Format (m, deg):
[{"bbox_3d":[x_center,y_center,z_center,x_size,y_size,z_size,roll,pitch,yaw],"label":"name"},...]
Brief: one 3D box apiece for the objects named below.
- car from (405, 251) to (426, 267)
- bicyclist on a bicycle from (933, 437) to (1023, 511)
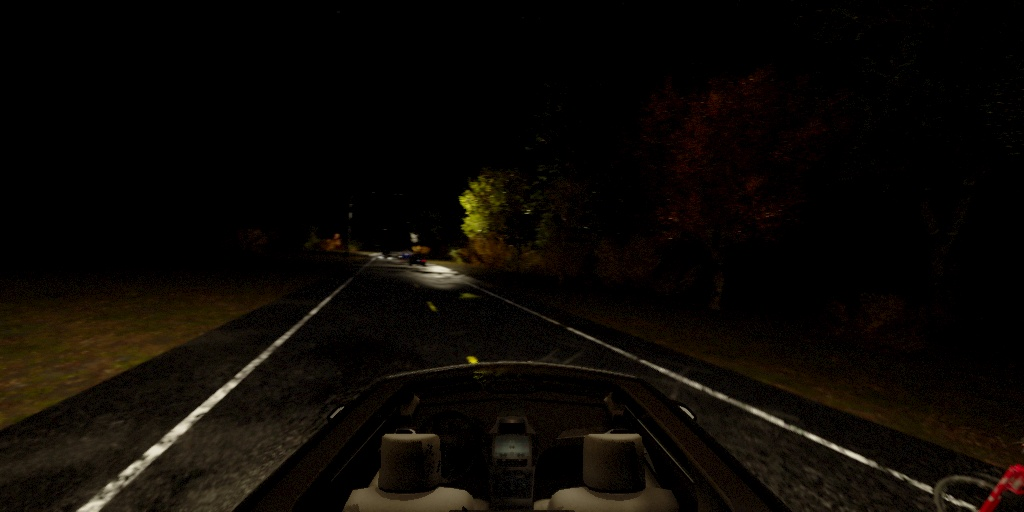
[{"bbox_3d":[-11.437,0.496,43.183,2.033,1.411,5.357,4,0,-19],"label":"car"},{"bbox_3d":[3.767,1.445,2.261,0.866,1.612,1.509,4,0,-20],"label":"bicyclist on a bicycle"}]
